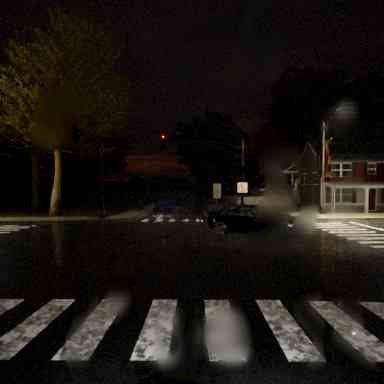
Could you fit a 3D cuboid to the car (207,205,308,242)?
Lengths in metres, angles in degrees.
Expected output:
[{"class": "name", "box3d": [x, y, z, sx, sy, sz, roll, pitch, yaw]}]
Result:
[{"class": "car", "box3d": [3.009, 1.408, 16.078, 4.902, 1.511, 2.128, 1, 2, 37]}]

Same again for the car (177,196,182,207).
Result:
[{"class": "car", "box3d": [-2.914, 1.451, 51.597, 1.837, 1.490, 4.892, 0, 0, 0]}]

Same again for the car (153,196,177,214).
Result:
[{"class": "car", "box3d": [-2.975, 1.447, 35.394, 1.882, 1.535, 5.008, 0, 0, 0]}]
